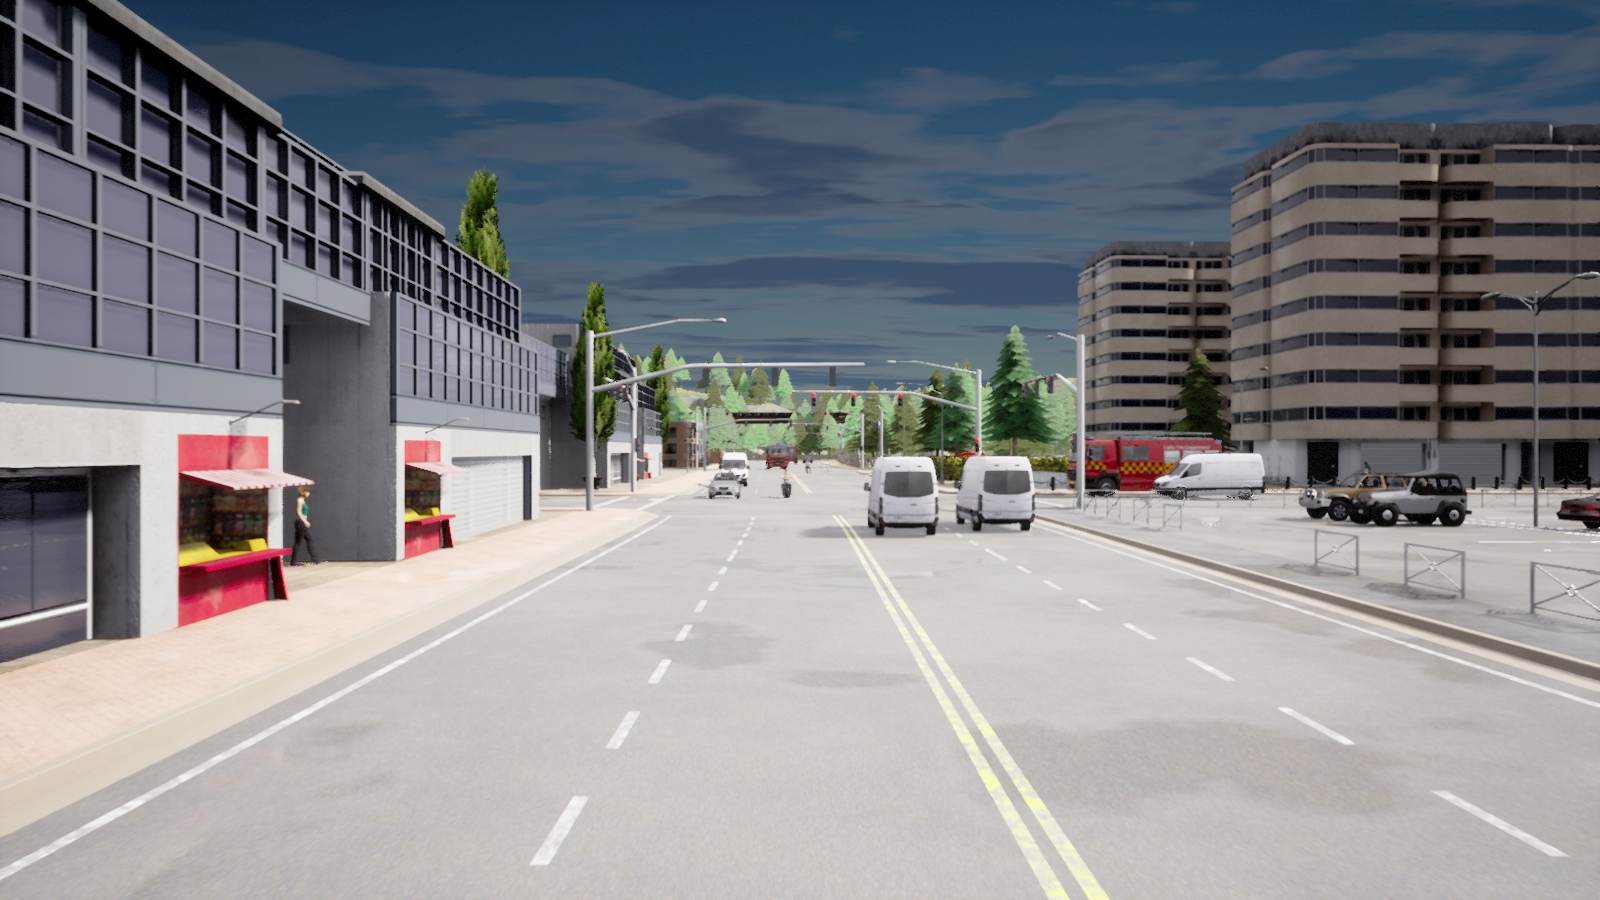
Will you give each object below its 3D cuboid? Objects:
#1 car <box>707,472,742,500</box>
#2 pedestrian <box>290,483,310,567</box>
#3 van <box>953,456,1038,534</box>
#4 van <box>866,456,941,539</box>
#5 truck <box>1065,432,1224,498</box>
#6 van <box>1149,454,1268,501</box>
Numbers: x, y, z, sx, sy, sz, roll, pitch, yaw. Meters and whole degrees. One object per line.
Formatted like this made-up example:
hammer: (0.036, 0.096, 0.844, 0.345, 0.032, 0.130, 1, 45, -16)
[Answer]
car: (-4.264, 2.037, 64.988, 1.816, 1.474, 4.193, 0, 0, -2)
pedestrian: (-11.250, 1.687, 25.717, 0.375, 1.860, 0.375, 0, 0, -17)
van: (6.918, 1.516, 41.103, 1.988, 2.561, 5.915, 0, 0, 0)
van: (3.437, 1.517, 39.057, 1.988, 2.561, 5.915, 0, 0, 0)
truck: (20.205, 0.862, 67.231, 8.468, 3.827, 2.891, 0, 0, -2)
van: (22.766, 1.504, 63.807, 5.915, 2.561, 1.988, 0, 0, -2)
